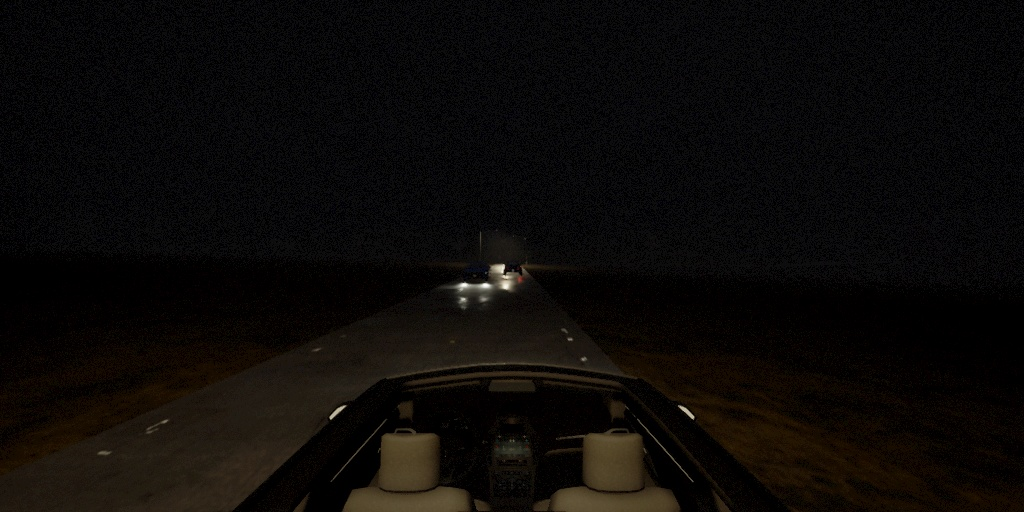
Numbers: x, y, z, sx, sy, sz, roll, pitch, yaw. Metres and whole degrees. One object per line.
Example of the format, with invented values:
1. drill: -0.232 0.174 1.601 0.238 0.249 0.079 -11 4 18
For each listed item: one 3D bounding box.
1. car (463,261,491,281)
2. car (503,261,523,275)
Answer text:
1. car: -2.748 1.190 29.069 1.882 1.535 5.008 0 0 0
2. car: 0.103 1.217 37.572 1.812 1.442 4.674 0 0 0
